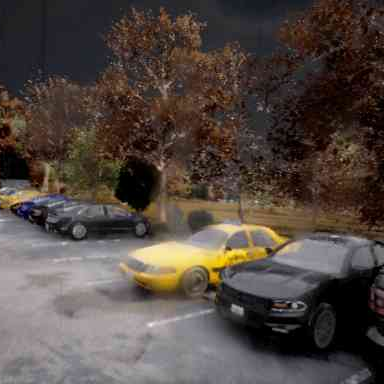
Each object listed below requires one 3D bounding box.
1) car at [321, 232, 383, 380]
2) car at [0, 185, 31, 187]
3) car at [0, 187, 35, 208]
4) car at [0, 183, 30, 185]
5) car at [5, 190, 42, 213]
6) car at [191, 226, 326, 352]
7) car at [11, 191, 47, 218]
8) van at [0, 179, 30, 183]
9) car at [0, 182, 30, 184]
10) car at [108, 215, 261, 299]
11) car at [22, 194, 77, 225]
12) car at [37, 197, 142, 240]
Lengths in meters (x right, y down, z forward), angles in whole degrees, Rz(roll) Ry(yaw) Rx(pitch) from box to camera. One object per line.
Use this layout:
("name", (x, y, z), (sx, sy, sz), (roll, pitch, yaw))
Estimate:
("car", (4.410, 1.419, 4.376), (5.566, 2.045, 2.435), (2, 0, -38))
("car", (-12.447, 0.581, 26.417), (5.366, 1.575, 1.946), (2, 2, -38))
("car", (-10.741, 0.735, 24.208), (5.366, 1.575, 1.946), (2, 2, -38))
("car", (-16.074, 0.276, 30.813), (4.674, 1.452, 2.002), (2, 2, -38))
("car", (-9.290, 0.896, 21.978), (4.792, 1.488, 2.163), (2, 1, -38))
("car", (2.674, 1.598, 6.566), (5.008, 1.535, 2.097), (2, 0, -38))
("car", (-7.565, 0.997, 19.786), (5.008, 1.535, 2.097), (2, 1, -38))
("van", (-19.487, -0.343, 35.038), (4.442, 1.987, 1.878), (2, 3, -38))
("car", (-17.772, 0.097, 33.013), (4.674, 1.452, 2.002), (2, 2, -38))
("car", (0.817, 1.511, 8.654), (5.366, 1.575, 1.946), (2, 0, -38))
("car", (-5.860, 1.119, 17.581), (5.008, 1.535, 2.097), (2, 1, -38))
("car", (-4.077, 1.238, 15.274), (4.892, 1.521, 2.231), (2, 1, -38))
